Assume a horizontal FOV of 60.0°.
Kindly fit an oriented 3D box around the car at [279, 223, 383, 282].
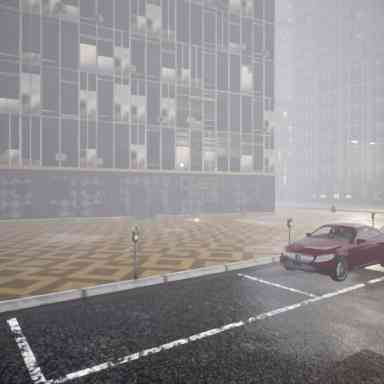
[{"bbox_3d":[4.383,1.579,9.697,4.206,1.307,1.802,0,0,-36],"label":"car"}]
